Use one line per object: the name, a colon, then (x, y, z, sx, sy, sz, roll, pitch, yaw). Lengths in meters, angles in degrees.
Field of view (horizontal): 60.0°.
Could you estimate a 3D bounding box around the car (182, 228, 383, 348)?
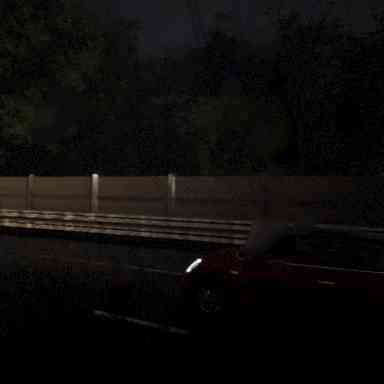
car: (2.053, 1.456, 6.202, 4.553, 1.767, 2.097, 1, -1, 30)
